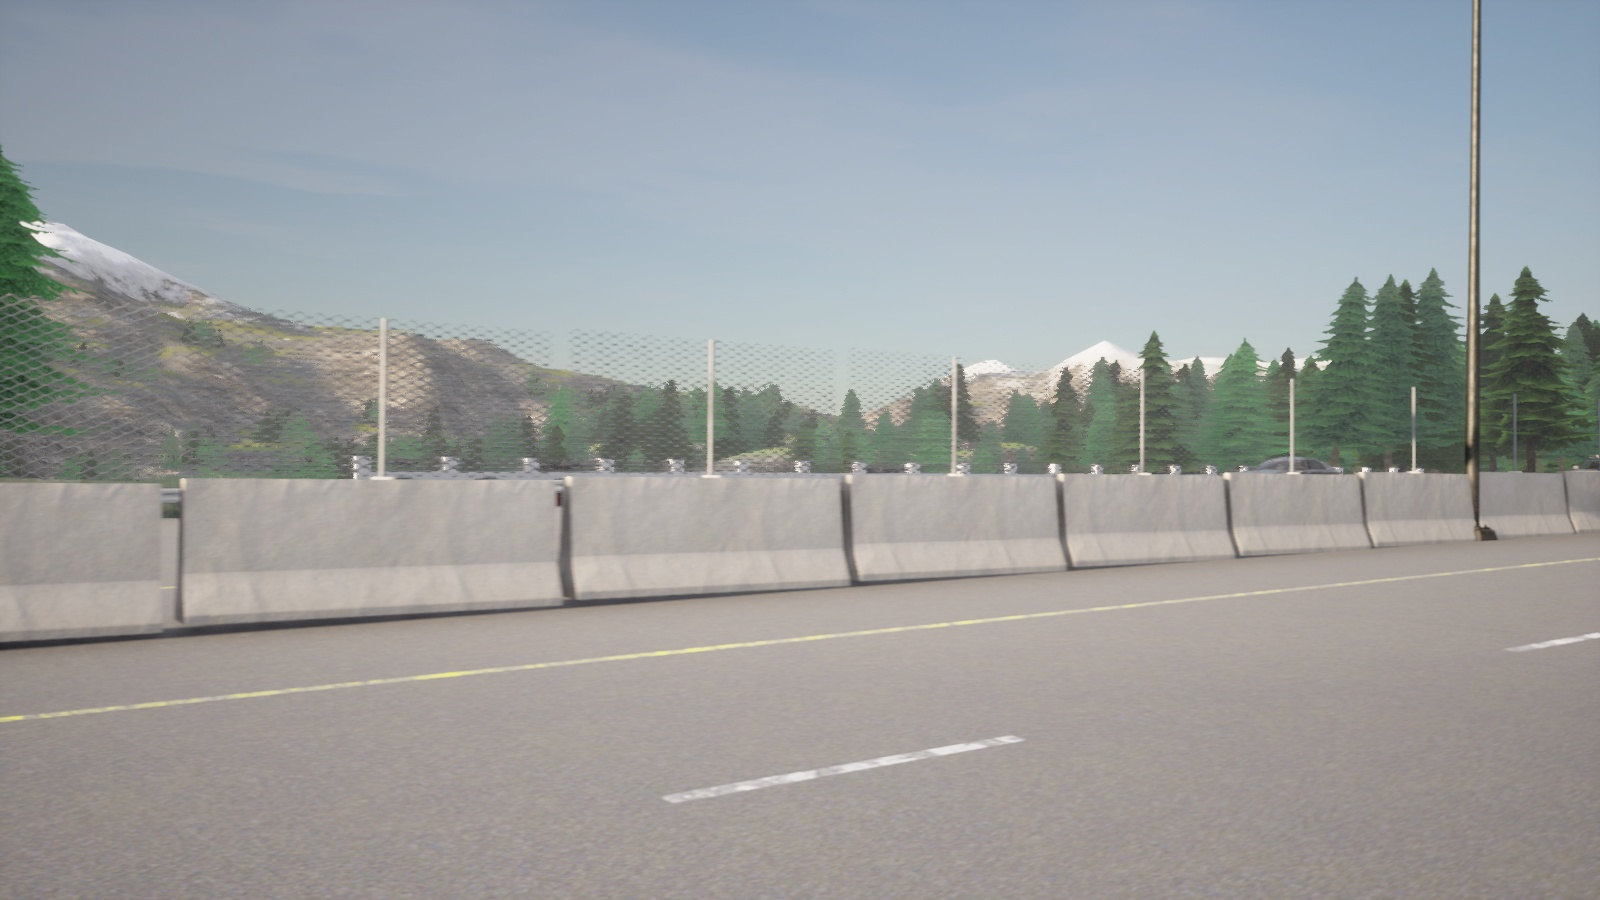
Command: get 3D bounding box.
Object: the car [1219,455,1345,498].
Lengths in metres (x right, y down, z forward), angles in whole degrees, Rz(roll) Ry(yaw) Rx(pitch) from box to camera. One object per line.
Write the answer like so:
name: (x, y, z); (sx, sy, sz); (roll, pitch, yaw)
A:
car: (17.594, 0.940, 45.754); (4.892, 1.490, 1.837); (1, -1, -35)

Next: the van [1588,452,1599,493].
van: (40.870, 1.145, 61.953); (4.442, 1.987, 1.775); (1, -1, -35)

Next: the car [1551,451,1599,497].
car: (33.581, 1.002, 52.606); (4.605, 1.855, 1.932); (1, -1, -35)
